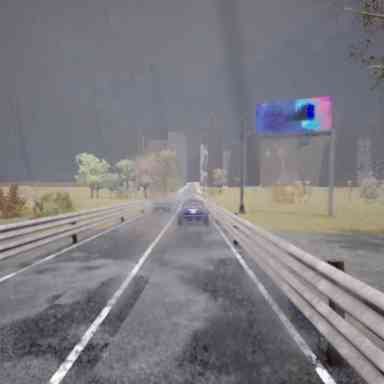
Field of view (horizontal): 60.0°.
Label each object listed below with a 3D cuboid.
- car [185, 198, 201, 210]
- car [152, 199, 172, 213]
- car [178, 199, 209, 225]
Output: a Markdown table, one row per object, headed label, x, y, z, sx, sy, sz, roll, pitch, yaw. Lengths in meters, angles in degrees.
| label | x | y | z | sx | sy | sz | roll | pitch | yaw |
| --- | --- | --- | --- | --- | --- | --- | --- | --- | --- |
| car | 0.089 | 1.552 | 42.529 | 1.994 | 1.385 | 4.181 | 0 | 0 | 0 |
| car | -3.263 | 1.536 | 37.410 | 2.033 | 1.411 | 5.357 | 0 | 0 | 0 |
| car | 0.095 | 1.345 | 24.256 | 2.097 | 1.767 | 4.553 | 0 | 0 | 0 |
